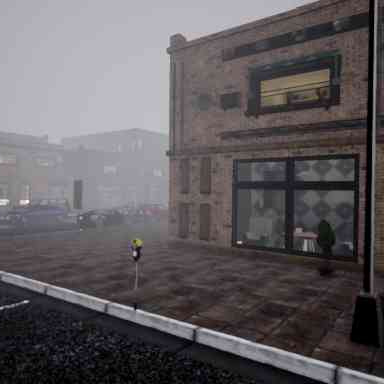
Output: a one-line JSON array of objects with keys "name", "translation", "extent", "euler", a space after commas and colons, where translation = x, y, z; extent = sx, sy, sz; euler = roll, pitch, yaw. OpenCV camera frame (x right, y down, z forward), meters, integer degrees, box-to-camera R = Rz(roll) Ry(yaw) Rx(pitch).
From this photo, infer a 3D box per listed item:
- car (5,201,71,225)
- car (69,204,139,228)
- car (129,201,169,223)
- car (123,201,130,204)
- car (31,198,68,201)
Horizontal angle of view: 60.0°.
[{"name": "car", "translation": [-12.011, 1.664, 26.083], "extent": [1.812, 1.442, 4.674], "euler": [1, 0, 36]}, {"name": "car", "translation": [-6.277, 1.808, 24.140], "extent": [1.947, 1.339, 4.313], "euler": [0, 0, 36]}, {"name": "car", "translation": [-3.011, 1.735, 28.626], "extent": [1.967, 1.590, 4.097], "euler": [0, 0, 36]}, {"name": "car", "translation": [-6.227, 1.723, 34.040], "extent": [2.128, 1.511, 4.902], "euler": [1, 0, 36]}, {"name": "car", "translation": [-13.050, 1.431, 29.070], "extent": [2.192, 1.841, 5.009], "euler": [0, 0, 36]}]
